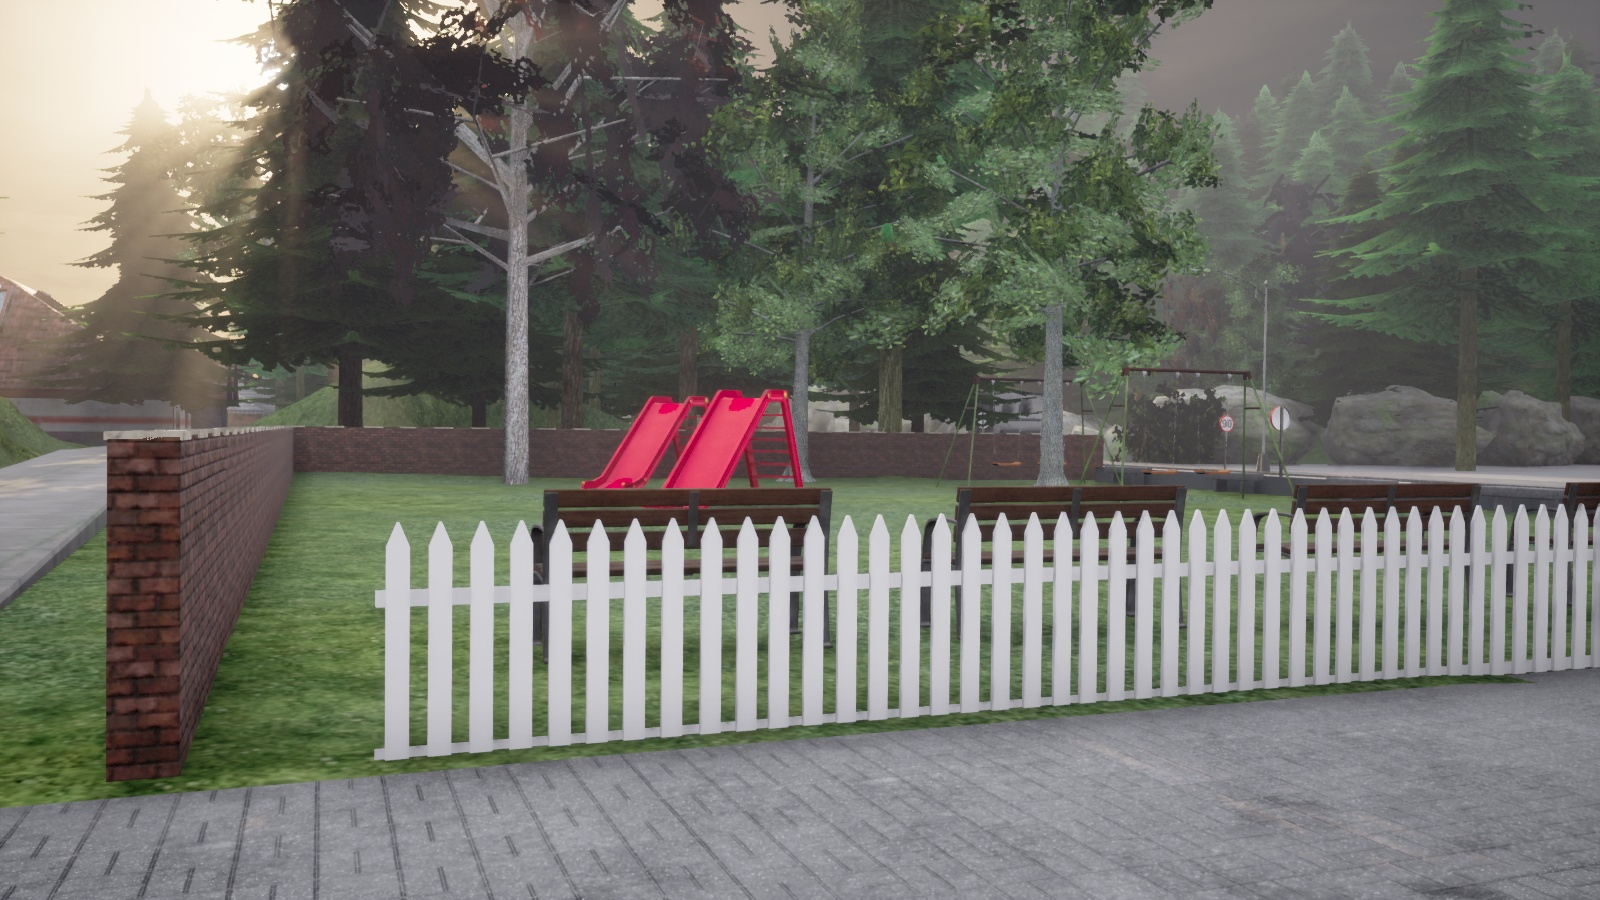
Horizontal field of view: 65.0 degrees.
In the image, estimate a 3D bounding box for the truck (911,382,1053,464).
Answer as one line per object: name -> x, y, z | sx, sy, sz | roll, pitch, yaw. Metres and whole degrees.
truck -> 8.129, -1.205, 57.382 | 2.891, 3.462, 7.936 | -1, 1, -21
